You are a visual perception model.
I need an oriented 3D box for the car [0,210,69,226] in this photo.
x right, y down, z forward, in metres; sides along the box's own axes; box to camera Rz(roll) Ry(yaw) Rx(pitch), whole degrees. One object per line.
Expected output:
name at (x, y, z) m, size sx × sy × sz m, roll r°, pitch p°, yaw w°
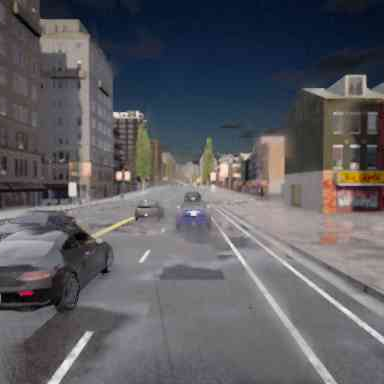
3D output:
car at (-6.585, 1.497, 14.328) m, size 2.033 × 1.411 × 5.357 m, roll 0°, pitch 0°, yaw 0°

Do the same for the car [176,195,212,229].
car at (0.106, 1.265, 20.937) m, size 2.097 × 1.767 × 4.553 m, roll 0°, pitch 0°, yaw 0°

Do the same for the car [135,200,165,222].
car at (-3.142, 1.376, 25.318) m, size 2.128 × 1.511 × 4.902 m, roll 0°, pitch 0°, yaw 0°

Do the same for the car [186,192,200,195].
car at (0.115, 0.967, 41.892) m, size 2.150 × 2.045 × 5.566 m, roll 0°, pitch 1°, yaw 0°

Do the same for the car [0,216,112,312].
car at (-3.149, 1.504, 7.532) m, size 1.812 × 1.442 × 4.674 m, roll 0°, pitch 0°, yaw 0°
